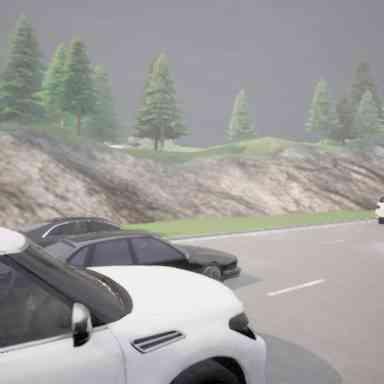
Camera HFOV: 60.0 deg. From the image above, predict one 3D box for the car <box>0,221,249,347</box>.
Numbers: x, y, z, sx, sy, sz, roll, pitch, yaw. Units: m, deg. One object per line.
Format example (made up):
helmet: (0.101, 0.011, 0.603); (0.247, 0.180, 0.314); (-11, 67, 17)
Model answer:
car: (-1.444, 1.539, 7.014); (5.357, 1.411, 2.033); (0, 0, -35)

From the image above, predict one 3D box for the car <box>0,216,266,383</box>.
car: (-1.957, 1.223, 2.352); (5.566, 2.045, 2.150); (0, 0, -36)

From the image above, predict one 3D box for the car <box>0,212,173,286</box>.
car: (-3.131, 1.495, 10.109); (4.892, 1.490, 1.837); (0, 0, -35)

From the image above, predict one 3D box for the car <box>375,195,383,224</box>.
car: (14.795, 1.150, 22.823); (5.566, 2.045, 2.150); (0, 0, -36)
